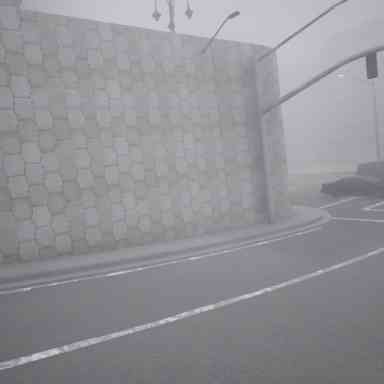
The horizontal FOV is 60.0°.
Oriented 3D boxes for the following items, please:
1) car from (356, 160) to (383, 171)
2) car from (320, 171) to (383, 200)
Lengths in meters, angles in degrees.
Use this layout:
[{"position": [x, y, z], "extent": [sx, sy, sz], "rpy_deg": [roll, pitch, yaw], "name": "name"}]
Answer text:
[{"position": [14.557, -1.274, 23.775], "extent": [2.150, 2.045, 5.566], "rpy_deg": [-11, 6, -40], "name": "car"}, {"position": [11.127, -0.372, 21.914], "extent": [2.033, 1.411, 5.357], "rpy_deg": [-10, 6, -30], "name": "car"}]
